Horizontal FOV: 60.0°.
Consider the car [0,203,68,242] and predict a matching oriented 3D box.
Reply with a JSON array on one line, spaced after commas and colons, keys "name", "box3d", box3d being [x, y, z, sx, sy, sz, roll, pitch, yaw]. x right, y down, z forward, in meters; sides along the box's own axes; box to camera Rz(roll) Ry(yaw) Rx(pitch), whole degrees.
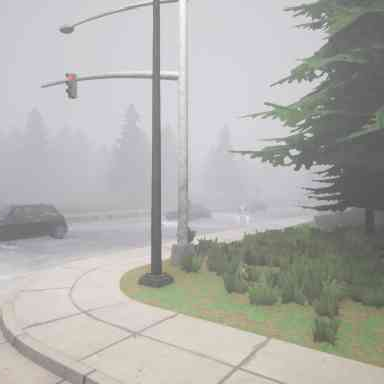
[{"name": "car", "box3d": [-7.945, 1.326, 14.781, 2.097, 1.767, 4.553, 0, 0, 35]}]

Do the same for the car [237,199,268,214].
[{"name": "car", "box3d": [6.516, 1.465, 35.669, 2.128, 1.511, 4.902, 0, 0, 35]}]

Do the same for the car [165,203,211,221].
[{"name": "car", "box3d": [-0.242, 1.538, 25.965, 1.994, 1.385, 4.181, 0, 0, 35]}]
